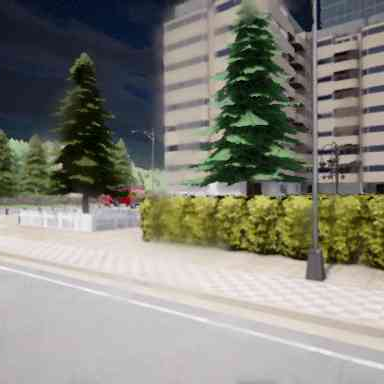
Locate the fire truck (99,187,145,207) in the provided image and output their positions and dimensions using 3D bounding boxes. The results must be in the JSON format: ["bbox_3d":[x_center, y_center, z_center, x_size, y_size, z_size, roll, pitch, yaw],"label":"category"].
[{"bbox_3d":[-12.199,0.566,58.884,2.891,3.827,8.468,0,0,36],"label":"fire truck"}]
